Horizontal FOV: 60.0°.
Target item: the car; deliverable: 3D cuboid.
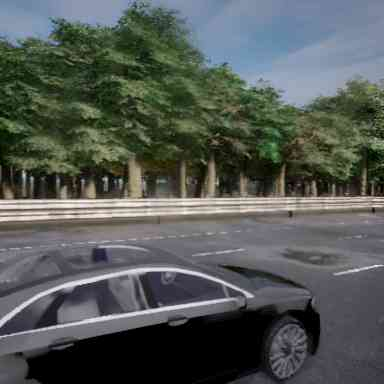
[{"bbox_3d":[-0.627,1.373,3.752,4.902,1.511,2.128,0,2,-31],"label":"car"}]
